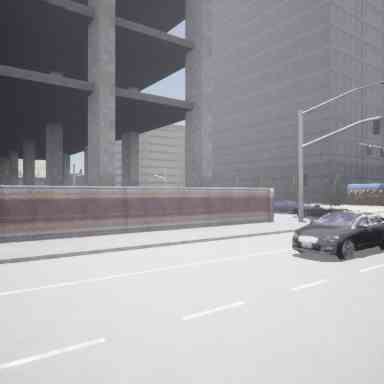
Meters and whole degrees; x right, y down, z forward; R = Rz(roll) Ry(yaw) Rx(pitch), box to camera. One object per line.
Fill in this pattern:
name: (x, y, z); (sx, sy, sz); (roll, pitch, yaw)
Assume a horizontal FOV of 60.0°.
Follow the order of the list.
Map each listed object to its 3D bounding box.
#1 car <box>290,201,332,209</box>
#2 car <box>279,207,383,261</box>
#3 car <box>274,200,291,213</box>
car: (10.884, 1.601, 27.555); (1.895, 1.301, 4.718); (0, 0, -36)
car: (5.765, 1.491, 12.445); (4.902, 1.511, 2.128); (0, 0, -36)
car: (10.062, 1.564, 34.642); (1.994, 1.385, 4.181); (0, 0, -36)
